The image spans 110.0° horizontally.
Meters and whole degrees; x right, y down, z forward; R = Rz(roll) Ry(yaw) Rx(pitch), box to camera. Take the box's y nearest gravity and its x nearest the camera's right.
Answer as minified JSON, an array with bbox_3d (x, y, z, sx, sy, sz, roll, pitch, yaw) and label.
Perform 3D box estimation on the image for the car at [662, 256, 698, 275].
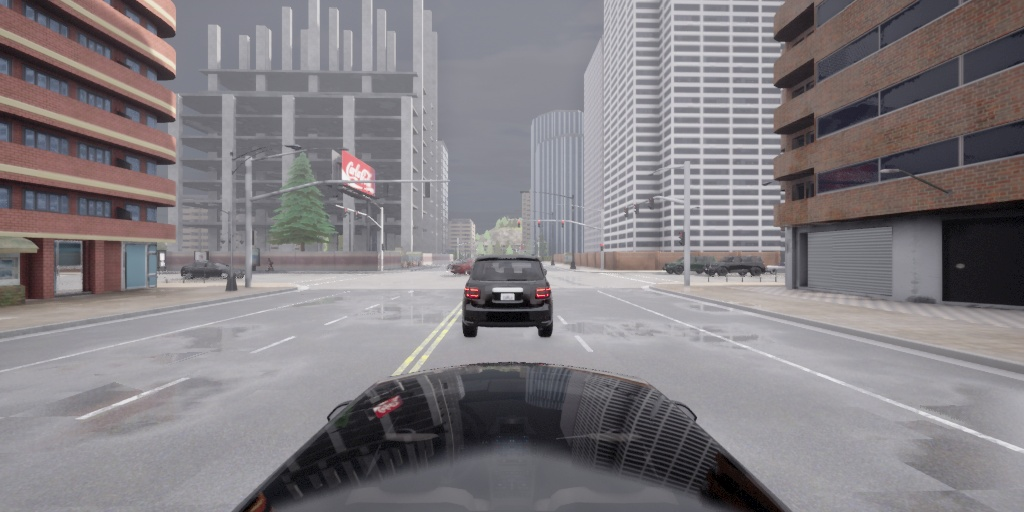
[{"bbox_3d":[19.376,0.972,38.978,5.566,2.045,2.150,0,0,-1],"label":"car"}]

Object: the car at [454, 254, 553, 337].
[{"bbox_3d":[-0.122,0.971,10.391,2.150,2.045,5.566,0,0,-1],"label":"car"}]

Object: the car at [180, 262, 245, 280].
[{"bbox_3d":[-25.318,1.250,30.610,4.892,1.490,1.837,1,0,-1],"label":"car"}]

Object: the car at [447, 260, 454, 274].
[{"bbox_3d":[-4.035,1.228,36.813,1.882,1.535,5.008,1,1,44],"label":"car"}]

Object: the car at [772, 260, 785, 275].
[{"bbox_3d":[29.506,1.351,39.232,4.718,1.301,1.895,0,0,-1],"label":"car"}]

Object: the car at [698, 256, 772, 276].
[{"bbox_3d":[21.988,0.971,35.549,5.566,2.045,2.150,0,0,-2],"label":"car"}]

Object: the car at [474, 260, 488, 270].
[{"bbox_3d":[-4.679,1.314,54.613,1.994,1.385,4.181,0,0,-1],"label":"car"}]

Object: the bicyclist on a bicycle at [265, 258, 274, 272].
[{"bbox_3d":[-28.715,1.051,42.505,0.582,1.620,1.656,0,0,-1],"label":"bicyclist on a bicycle"}]
